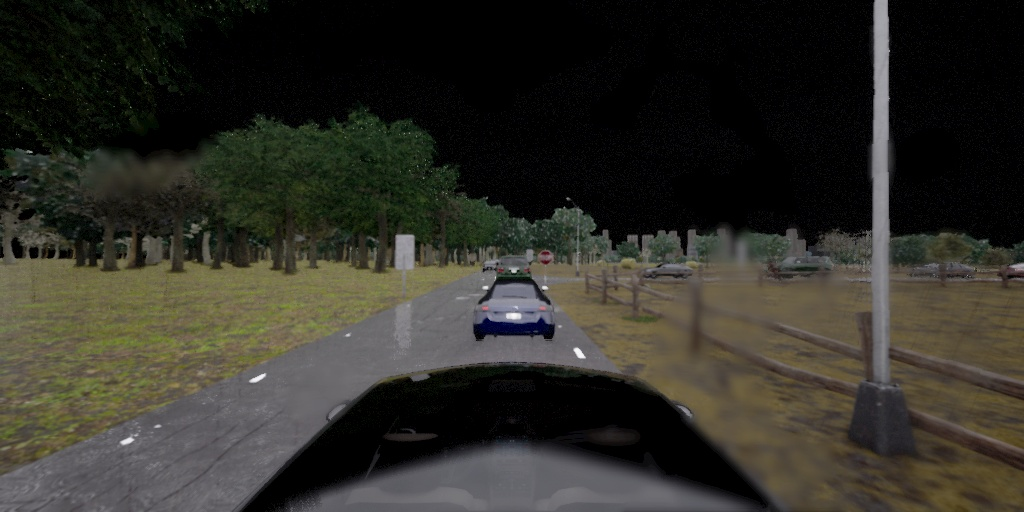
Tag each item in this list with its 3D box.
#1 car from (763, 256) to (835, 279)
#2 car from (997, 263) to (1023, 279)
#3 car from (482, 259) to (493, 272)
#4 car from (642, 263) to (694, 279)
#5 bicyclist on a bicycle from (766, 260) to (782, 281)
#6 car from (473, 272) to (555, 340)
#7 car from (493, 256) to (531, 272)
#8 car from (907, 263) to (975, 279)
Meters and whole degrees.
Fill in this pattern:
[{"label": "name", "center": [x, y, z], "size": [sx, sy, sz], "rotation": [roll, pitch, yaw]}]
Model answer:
[{"label": "car", "center": [26.580, 1.074, 33.286], "size": [5.566, 2.045, 2.150], "rotation": [0, -2, 0]}, {"label": "car", "center": [44.250, 1.322, 30.413], "size": [4.674, 1.442, 1.812], "rotation": [0, -2, 0]}, {"label": "car", "center": [-2.811, 1.327, 46.835], "size": [1.837, 1.490, 4.892], "rotation": [0, 0, 0]}, {"label": "car", "center": [14.313, 1.359, 33.232], "size": [4.674, 1.442, 1.812], "rotation": [0, -2, -1]}, {"label": "bicyclist on a bicycle", "center": [19.928, 1.159, 27.284], "size": [0.582, 1.620, 1.656], "rotation": [0, 0, 0]}, {"label": "car", "center": [0.087, 1.312, 10.025], "size": [1.994, 1.385, 4.181], "rotation": [0, 0, 1]}, {"label": "car", "center": [0.115, 0.983, 24.047], "size": [2.150, 2.045, 5.566], "rotation": [0, 0, 0]}, {"label": "car", "center": [39.724, 1.374, 33.280], "size": [4.892, 1.490, 1.837], "rotation": [0, -2, 0]}]
